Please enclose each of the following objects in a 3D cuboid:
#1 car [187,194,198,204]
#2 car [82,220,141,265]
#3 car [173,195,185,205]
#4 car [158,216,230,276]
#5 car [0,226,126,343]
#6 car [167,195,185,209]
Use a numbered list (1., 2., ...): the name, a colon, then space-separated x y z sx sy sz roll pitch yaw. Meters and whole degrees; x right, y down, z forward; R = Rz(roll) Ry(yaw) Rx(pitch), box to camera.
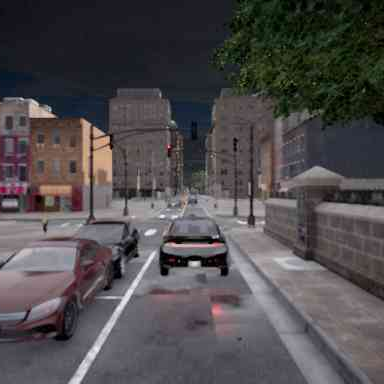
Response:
1. car: 0.133 1.537 62.351 1.812 1.442 4.674 0 0 0
2. car: -2.661 1.569 10.131 1.947 1.339 4.313 0 0 0
3. car: -2.408 1.363 61.477 2.097 1.767 4.553 0 0 0
4. car: 0.060 1.495 10.319 2.128 1.511 4.902 0 0 0
5. car: -2.652 1.584 6.468 1.802 1.307 4.206 0 0 0
6. car: -2.392 1.500 45.365 2.128 1.511 4.902 0 0 0
